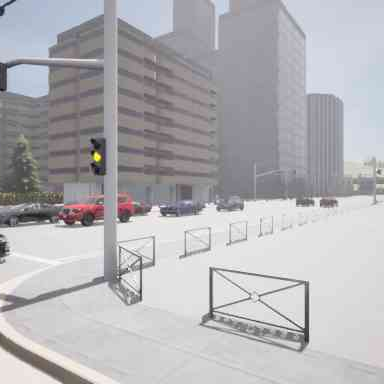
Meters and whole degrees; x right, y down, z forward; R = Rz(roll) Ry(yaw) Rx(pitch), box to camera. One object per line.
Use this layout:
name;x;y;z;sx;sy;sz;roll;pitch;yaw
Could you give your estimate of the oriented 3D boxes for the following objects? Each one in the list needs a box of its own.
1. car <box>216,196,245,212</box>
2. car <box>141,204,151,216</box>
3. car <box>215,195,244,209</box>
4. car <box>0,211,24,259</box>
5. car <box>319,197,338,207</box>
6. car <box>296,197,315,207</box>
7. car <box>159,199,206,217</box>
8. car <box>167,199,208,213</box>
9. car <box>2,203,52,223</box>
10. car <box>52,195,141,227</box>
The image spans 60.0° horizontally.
car;4.678;1.526;39.785;1.812;1.442;4.674;0;0;35
car;-5.952;1.601;30.549;1.895;1.301;4.718;0;0;35
car;5.382;1.352;46.932;2.097;1.767;4.553;0;0;35
car;-7.648;1.491;9.082;2.128;1.511;4.902;0;0;34
car;20.870;1.478;50.651;1.882;1.535;5.008;0;0;35
car;17.946;1.478;52.544;1.882;1.535;5.008;0;0;35
car;-1.005;1.601;31.562;1.895;1.301;4.718;0;0;35
car;-0.408;1.547;38.594;2.033;1.411;5.357;0;0;35
car;-11.209;1.491;22.916;2.128;1.511;4.902;0;0;35
car;-6.547;1.221;23.516;2.150;2.045;5.566;0;0;35
